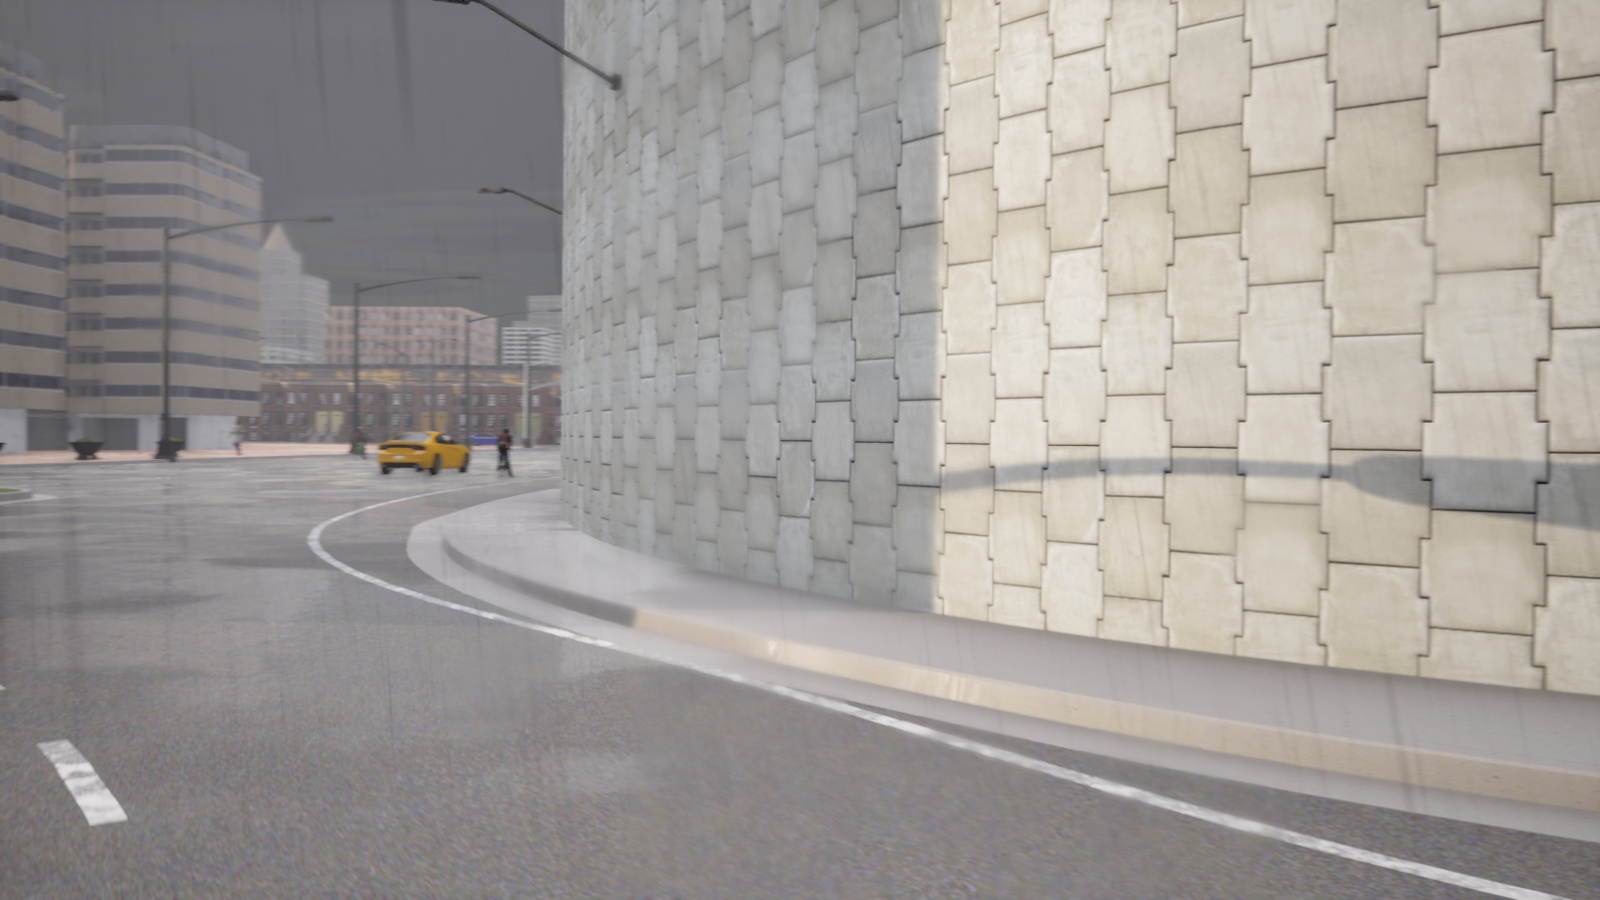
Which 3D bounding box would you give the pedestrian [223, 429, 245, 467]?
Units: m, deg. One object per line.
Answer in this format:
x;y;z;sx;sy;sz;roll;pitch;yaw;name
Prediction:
-29.075;-0.122;64.483;0.659;1.952;0.873;0;1;6;pedestrian

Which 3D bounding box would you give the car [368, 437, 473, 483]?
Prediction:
-13.334;0.310;44.460;1.882;1.535;5.008;0;1;4;car
